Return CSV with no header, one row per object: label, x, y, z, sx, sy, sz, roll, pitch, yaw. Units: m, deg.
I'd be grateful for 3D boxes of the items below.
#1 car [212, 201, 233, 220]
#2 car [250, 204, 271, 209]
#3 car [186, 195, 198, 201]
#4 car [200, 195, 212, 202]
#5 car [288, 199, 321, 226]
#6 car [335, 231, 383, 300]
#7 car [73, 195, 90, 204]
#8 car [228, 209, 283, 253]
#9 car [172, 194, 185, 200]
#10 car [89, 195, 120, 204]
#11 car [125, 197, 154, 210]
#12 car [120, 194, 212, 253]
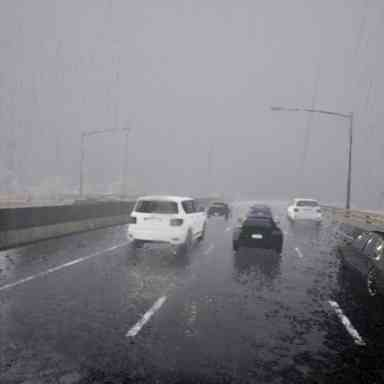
car,2.556,1.605,29.955,1.837,1.490,4.892,2,0,12
car,6.068,1.804,29.659,1.994,1.385,4.181,2,0,12
car,0.001,1.388,81.569,1.812,1.442,4.674,2,0,14
car,3.399,1.476,80.733,1.882,1.535,5.008,2,0,14
car,9.184,1.584,27.463,2.150,2.045,5.566,2,0,12
car,5.225,1.752,8.645,2.033,1.411,5.357,2,0,12
car,-13.011,1.052,41.520,1.994,1.385,4.181,2,0,13
car,2.886,1.675,14.588,1.994,1.385,4.181,2,0,12
car,-3.393,1.208,82.405,1.882,1.535,5.008,2,0,14
car,-9.884,1.212,39.494,1.895,1.301,4.718,2,0,12
car,-6.183,1.323,40.005,1.994,1.385,4.181,2,0,13
car,-0.808,1.186,13.934,2.150,2.045,5.566,2,0,12
